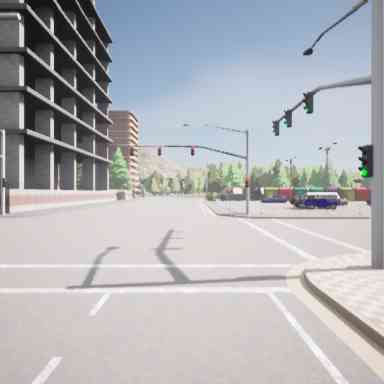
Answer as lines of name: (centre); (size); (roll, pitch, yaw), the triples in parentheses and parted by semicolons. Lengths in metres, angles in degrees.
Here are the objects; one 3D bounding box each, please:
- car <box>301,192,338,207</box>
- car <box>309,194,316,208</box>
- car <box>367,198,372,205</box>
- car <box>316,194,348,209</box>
car: (21.412, 1.175, 55.945); (4.605, 1.855, 1.932); (0, 0, 0)
car: (21.445, 1.385, 53.262); (3.905, 1.438, 1.784); (0, 0, 0)
car: (36.592, 1.388, 64.295); (3.905, 1.438, 1.784); (0, 0, 0)
car: (21.426, 1.416, 50.367); (3.806, 1.475, 1.970); (0, 0, 0)
